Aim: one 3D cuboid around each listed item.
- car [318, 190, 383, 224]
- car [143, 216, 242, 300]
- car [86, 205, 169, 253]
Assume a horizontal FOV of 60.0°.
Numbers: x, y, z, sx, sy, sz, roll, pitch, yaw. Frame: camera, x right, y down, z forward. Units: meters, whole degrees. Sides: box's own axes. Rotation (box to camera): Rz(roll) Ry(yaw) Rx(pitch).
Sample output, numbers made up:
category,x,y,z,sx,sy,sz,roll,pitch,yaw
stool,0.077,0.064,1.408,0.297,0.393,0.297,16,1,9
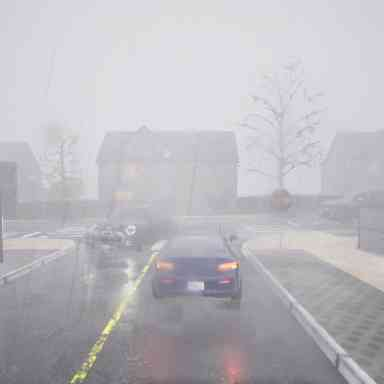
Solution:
category,x,y,z,sx,sy,sz,roll,pitch,yaw
car,11.101,0.892,21.428,5.566,2.045,2.150,-1,1,0
car,0.170,1.525,8.276,1.812,1.442,4.674,0,0,3
car,-2.387,1.359,13.878,2.097,1.767,4.553,0,0,17
